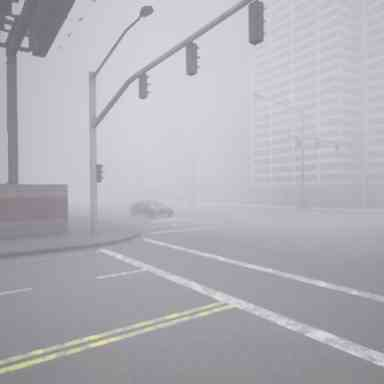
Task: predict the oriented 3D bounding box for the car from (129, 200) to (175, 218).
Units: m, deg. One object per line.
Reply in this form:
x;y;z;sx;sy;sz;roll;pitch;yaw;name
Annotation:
-3.565;1.393;28.243;2.033;1.411;5.357;-1;0;-35;car
